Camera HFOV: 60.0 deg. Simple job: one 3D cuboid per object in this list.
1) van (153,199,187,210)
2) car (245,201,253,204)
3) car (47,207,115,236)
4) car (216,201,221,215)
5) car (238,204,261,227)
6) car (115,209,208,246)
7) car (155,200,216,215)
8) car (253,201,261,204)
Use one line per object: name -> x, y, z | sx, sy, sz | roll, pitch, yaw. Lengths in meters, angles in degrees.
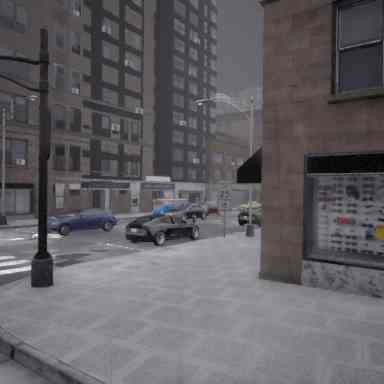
van -> -1.846, 1.503, 30.367 | 1.690, 1.788, 3.998 | 0, 0, 36
car -> 7.697, 1.825, 43.603 | 1.752, 1.417, 4.829 | 0, 0, 36
car -> -6.503, 1.635, 19.508 | 1.812, 1.442, 4.674 | 1, 0, 37
car -> 1.368, 1.647, 34.825 | 1.967, 1.590, 4.097 | 0, 0, 36
car -> 5.066, 1.851, 25.380 | 1.947, 1.339, 4.313 | 0, 0, 36
car -> -1.364, 1.765, 16.463 | 1.947, 1.339, 4.313 | 0, 0, 36
car -> -0.435, 1.681, 27.927 | 2.128, 1.511, 4.902 | 1, 0, 35
car -> 10.003, 1.691, 42.332 | 2.097, 1.767, 4.553 | 1, 0, 36
